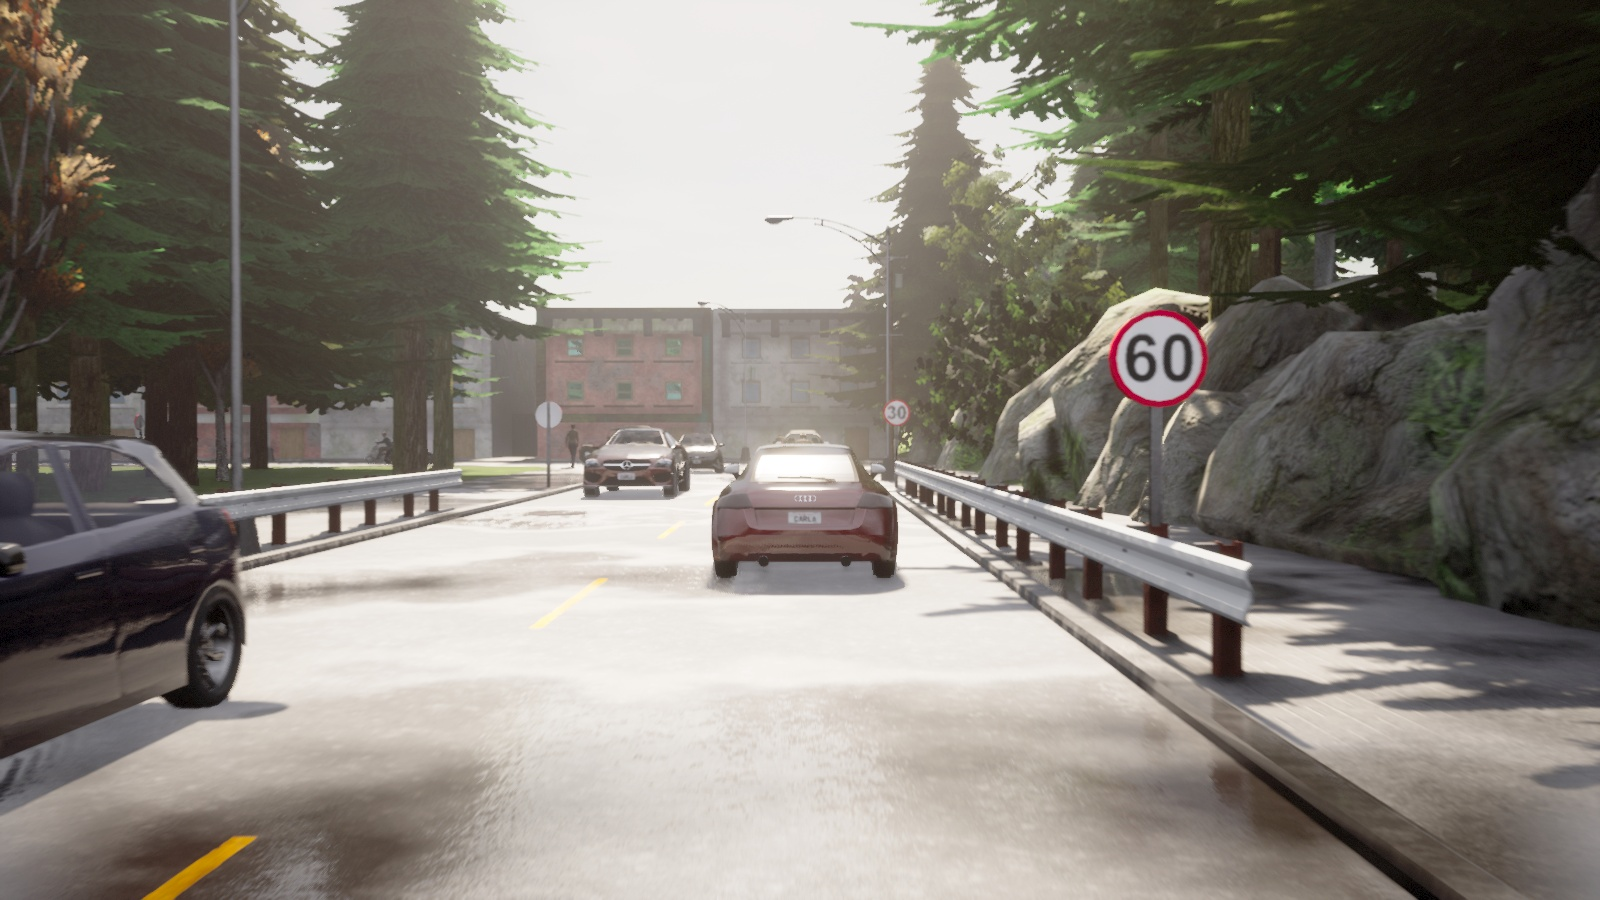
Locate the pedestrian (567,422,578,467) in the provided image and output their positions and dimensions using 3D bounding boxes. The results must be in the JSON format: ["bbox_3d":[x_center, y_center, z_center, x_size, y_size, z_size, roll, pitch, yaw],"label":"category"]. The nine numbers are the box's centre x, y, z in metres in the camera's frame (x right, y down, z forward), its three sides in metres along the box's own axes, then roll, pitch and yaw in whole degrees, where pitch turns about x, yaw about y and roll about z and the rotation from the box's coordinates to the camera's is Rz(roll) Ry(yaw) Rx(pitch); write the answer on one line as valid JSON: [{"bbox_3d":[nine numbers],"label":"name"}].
[{"bbox_3d":[-9.205,-0.239,50.784,0.328,1.805,0.869,0,1,-3],"label":"pedestrian"}]

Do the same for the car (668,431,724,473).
[{"bbox_3d":[-3.903,0.043,47.751,2.007,1.525,4.514,0,1,-4],"label":"car"}]

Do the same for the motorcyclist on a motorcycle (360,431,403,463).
[{"bbox_3d":[-20.830,-0.163,62.498,1.817,1.590,0.866,0,1,1],"label":"motorcyclist on a motorcycle"}]

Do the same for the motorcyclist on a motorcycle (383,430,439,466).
[{"bbox_3d":[-18.109,-0.109,58.484,2.350,1.649,0.766,0,1,0],"label":"motorcyclist on a motorcycle"}]

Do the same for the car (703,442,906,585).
[{"bbox_3d":[0.056,0.613,14.467,1.994,1.385,4.181,0,1,0],"label":"car"}]

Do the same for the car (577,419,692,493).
[{"bbox_3d":[-3.923,0.106,30.662,2.152,1.651,5.027,0,1,0],"label":"car"}]

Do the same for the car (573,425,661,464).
[{"bbox_3d":[-9.021,-0.303,62.042,3.866,1.878,1.905,0,1,16],"label":"car"}]

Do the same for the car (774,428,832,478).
[{"bbox_3d":[0.092,0.069,42.473,1.851,1.617,3.988,0,1,0],"label":"car"}]

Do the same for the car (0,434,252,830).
[{"bbox_3d":[-3.959,0.686,5.127,1.845,1.501,3.633,0,1,0],"label":"car"}]
